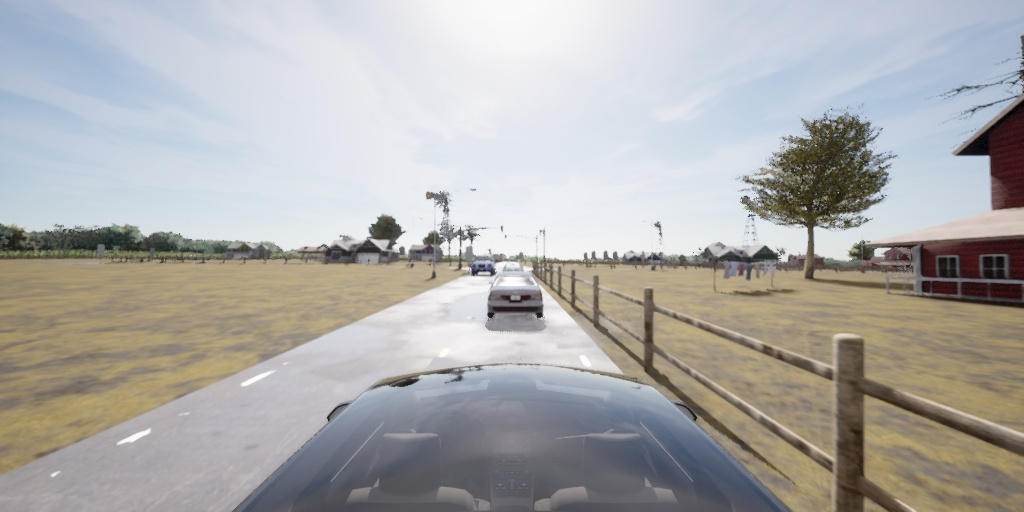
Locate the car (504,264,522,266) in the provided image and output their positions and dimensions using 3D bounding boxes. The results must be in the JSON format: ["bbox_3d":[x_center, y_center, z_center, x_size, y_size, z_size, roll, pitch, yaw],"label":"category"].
[{"bbox_3d":[0.097,1.298,30.652,1.895,1.301,4.718,0,0,0],"label":"car"}]

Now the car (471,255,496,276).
[{"bbox_3d":[-2.804,0.929,36.134,2.150,2.045,5.566,0,0,0],"label":"car"}]

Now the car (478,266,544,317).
[{"bbox_3d":[0.102,1.256,12.933,2.033,1.411,5.357,0,0,0],"label":"car"}]
